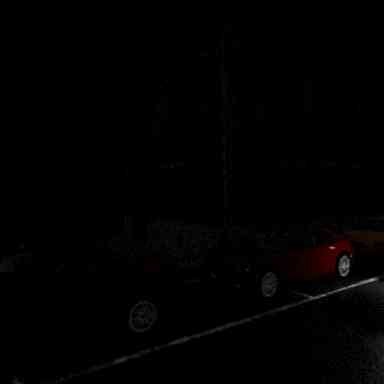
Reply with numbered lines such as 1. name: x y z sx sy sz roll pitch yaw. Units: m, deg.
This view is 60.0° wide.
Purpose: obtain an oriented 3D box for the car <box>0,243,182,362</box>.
1. car: -2.280 1.538 5.024 4.507 1.381 1.887 -1 0 -35

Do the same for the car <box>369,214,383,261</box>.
1. car: 6.709 1.437 11.422 4.829 1.417 1.752 -1 0 -35

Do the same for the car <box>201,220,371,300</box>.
1. car: 2.283 1.497 8.272 4.507 1.381 1.887 -1 0 -35
